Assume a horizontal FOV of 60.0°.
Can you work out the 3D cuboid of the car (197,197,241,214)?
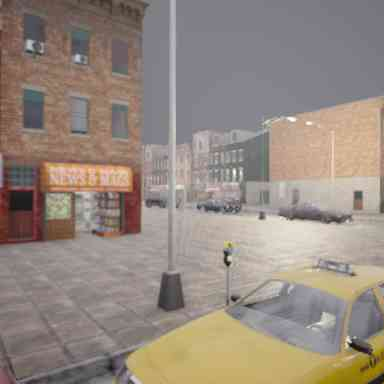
[{"bbox_3d":[2.538,1.440,32.044,1.895,1.301,4.718,0,0,-36],"label":"car"}]

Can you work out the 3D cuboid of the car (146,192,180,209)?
[{"bbox_3d":[-3.637,1.015,40.636,2.150,2.045,5.566,0,0,-35],"label":"car"}]

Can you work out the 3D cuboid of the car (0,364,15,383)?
[{"bbox_3d":[-2.836,1.545,0.782,4.507,1.381,1.887,0,0,-35],"label":"car"}]

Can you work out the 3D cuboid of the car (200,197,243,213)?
[{"bbox_3d":[3.137,1.316,36.287,1.882,1.535,5.008,0,0,-36],"label":"car"}]

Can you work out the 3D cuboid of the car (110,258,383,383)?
[{"bbox_3d":[1.498,1.527,3.874,4.829,1.417,1.752,0,0,-36],"label":"car"}]

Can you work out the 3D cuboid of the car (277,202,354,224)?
[{"bbox_3d":[8.595,1.459,23.700,2.033,1.411,5.357,0,0,-33],"label":"car"}]
